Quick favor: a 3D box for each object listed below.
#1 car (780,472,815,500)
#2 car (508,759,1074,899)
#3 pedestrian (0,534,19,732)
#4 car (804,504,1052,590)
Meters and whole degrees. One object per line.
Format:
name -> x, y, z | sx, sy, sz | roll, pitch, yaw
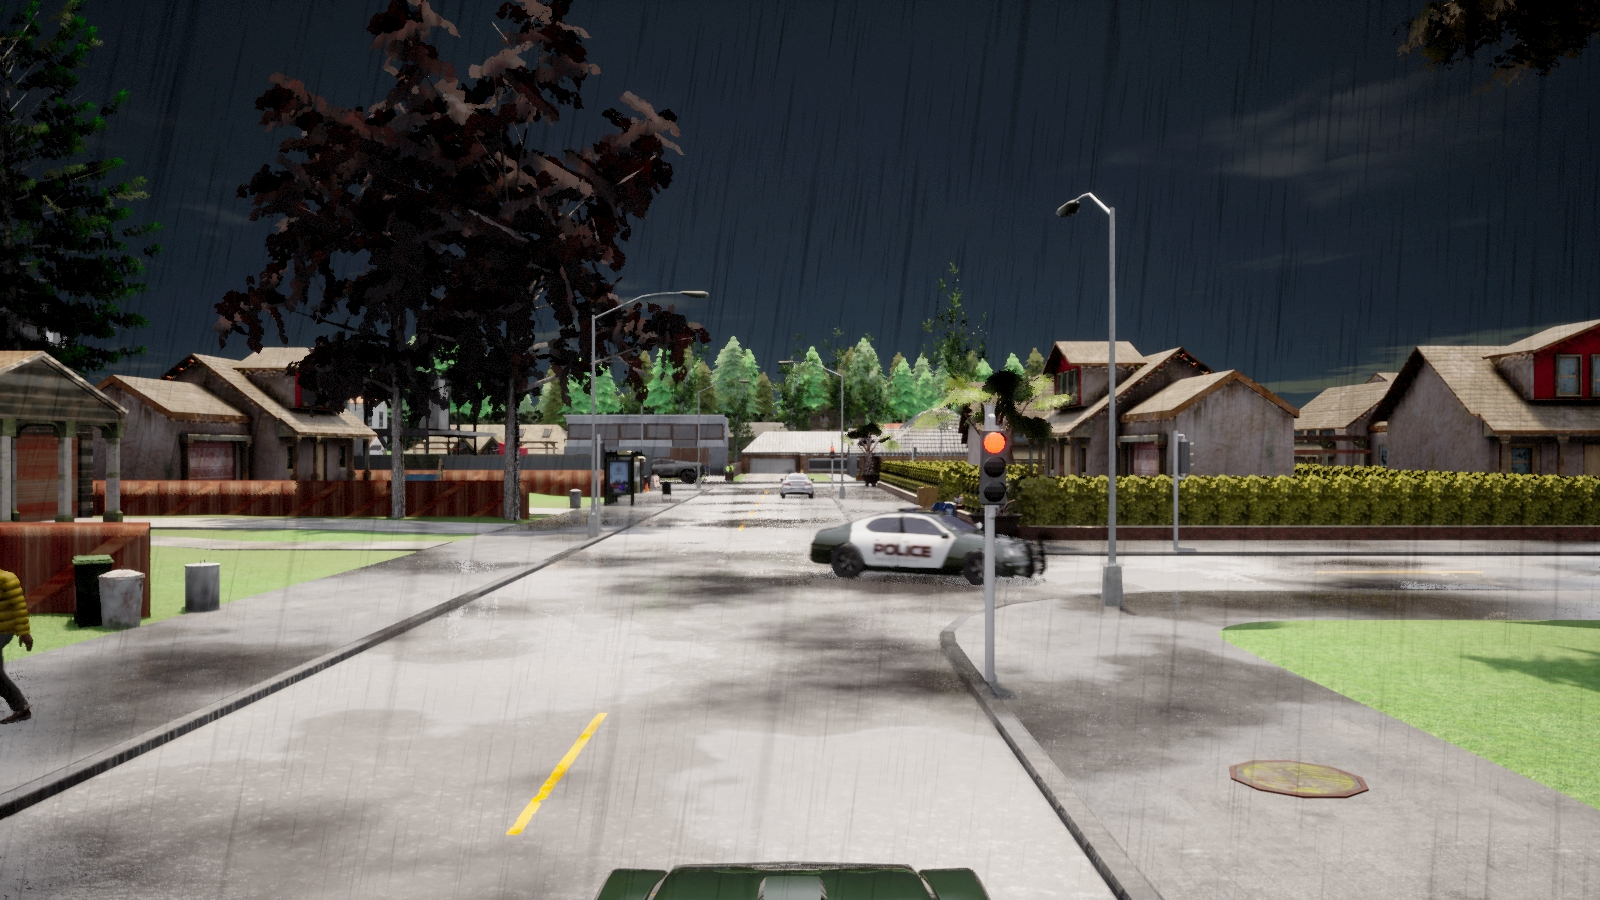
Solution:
car -> -0.164, 2.081, 66.907 | 2.002, 1.442, 4.674 | 0, 0, 0
car -> -0.028, 2.155, 3.193 | 1.895, 1.301, 4.718 | 0, 0, 0
pedestrian -> -7.769, 1.746, 10.904 | 0.375, 1.860, 0.375 | 0, 0, 19
car -> 2.772, 2.038, 24.926 | 4.974, 1.542, 2.038 | 0, 0, 26
